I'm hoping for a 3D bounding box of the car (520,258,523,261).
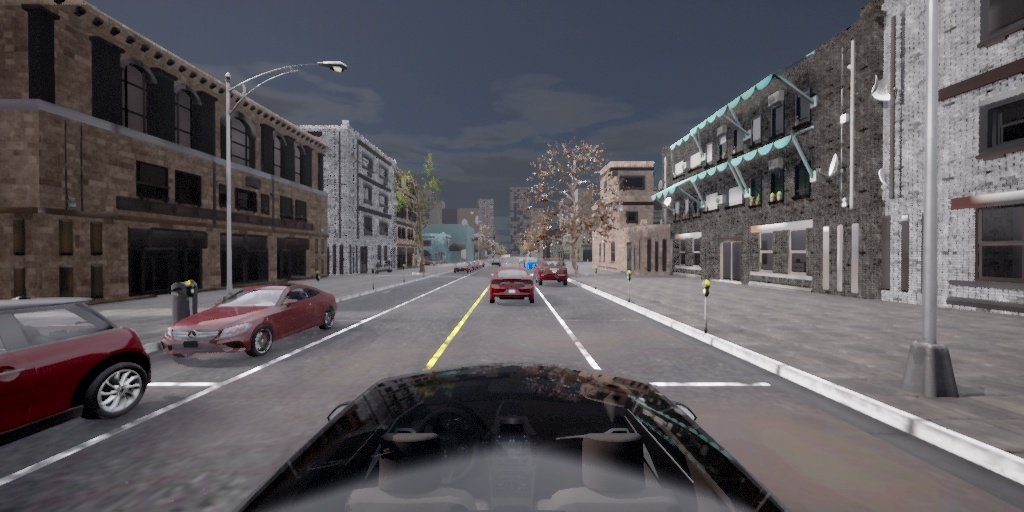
[{"bbox_3d":[2.695,1.303,58.338,1.948,1.339,4.313,0,0,0],"label":"car"}]

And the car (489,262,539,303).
[{"bbox_3d":[0.001,1.231,16.501,1.882,1.535,5.008,0,0,0],"label":"car"}]

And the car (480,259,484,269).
[{"bbox_3d":[-5.686,1.283,52.795,1.888,1.381,4.507,0,0,0],"label":"car"}]

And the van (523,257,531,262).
[{"bbox_3d":[2.695,1.080,47.250,1.690,1.789,3.998,0,0,0],"label":"van"}]

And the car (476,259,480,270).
[{"bbox_3d":[-5.687,1.285,47.250,1.888,1.381,4.507,0,0,0],"label":"car"}]

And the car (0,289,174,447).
[{"bbox_3d":[-5.686,1.187,2.898,1.967,1.591,4.097,0,0,0],"label":"car"}]

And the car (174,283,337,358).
[{"bbox_3d":[-5.686,1.328,8.442,1.802,1.307,4.207,0,0,0],"label":"car"}]

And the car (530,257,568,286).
[{"bbox_3d":[2.695,1.058,25.074,2.192,1.841,5.009,0,0,0],"label":"car"}]

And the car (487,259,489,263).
[{"bbox_3d":[-5.686,1.281,63.882,1.888,1.381,4.507,0,0,0],"label":"car"}]

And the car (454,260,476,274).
[{"bbox_3d":[-5.686,1.286,41.706,1.888,1.381,4.507,0,0,0],"label":"car"}]
